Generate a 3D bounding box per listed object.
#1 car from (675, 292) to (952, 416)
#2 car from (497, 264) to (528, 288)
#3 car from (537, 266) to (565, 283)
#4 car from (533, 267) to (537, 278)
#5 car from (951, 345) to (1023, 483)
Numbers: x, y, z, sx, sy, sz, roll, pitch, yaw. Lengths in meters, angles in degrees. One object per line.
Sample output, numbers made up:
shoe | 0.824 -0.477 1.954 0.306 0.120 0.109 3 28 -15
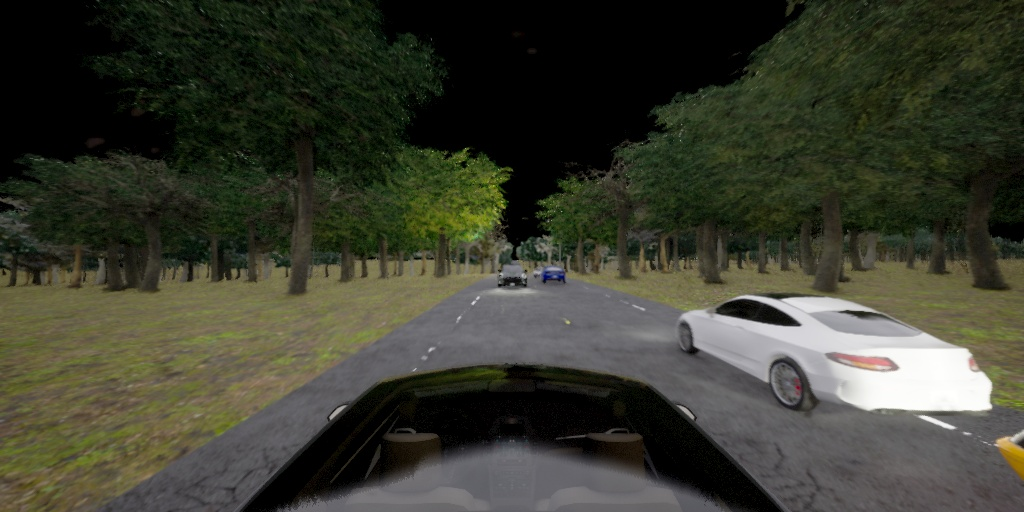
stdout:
car | 4.549 1.341 6.078 1.812 1.442 4.674 0 -1 0
car | 0.044 1.358 26.263 2.097 1.767 4.553 0 -1 0
car | 3.609 1.611 32.190 1.882 1.535 5.008 0 -1 1
car | 3.593 2.028 44.011 1.895 1.301 4.718 0 -2 0
car | 4.537 1.220 0.269 1.801 1.575 5.366 0 0 0
